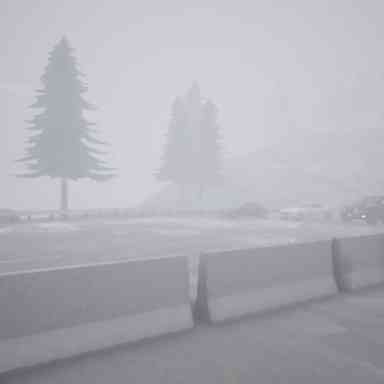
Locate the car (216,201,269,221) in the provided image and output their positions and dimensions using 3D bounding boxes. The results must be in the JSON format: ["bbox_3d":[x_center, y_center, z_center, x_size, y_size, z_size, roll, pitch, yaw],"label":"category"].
[{"bbox_3d":[4.155,1.466,26.971,4.674,1.442,1.812,0,0,-29],"label":"car"}]

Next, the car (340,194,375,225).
[{"bbox_3d":[13.185,1.198,23.900,5.566,2.045,2.150,0,0,-27],"label":"car"}]

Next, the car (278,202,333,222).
[{"bbox_3d":[8.787,1.484,25.524,4.674,1.442,1.812,0,0,-27],"label":"car"}]

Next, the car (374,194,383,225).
[{"bbox_3d":[14.169,1.210,20.479,5.566,2.045,2.150,0,0,-27],"label":"car"}]
